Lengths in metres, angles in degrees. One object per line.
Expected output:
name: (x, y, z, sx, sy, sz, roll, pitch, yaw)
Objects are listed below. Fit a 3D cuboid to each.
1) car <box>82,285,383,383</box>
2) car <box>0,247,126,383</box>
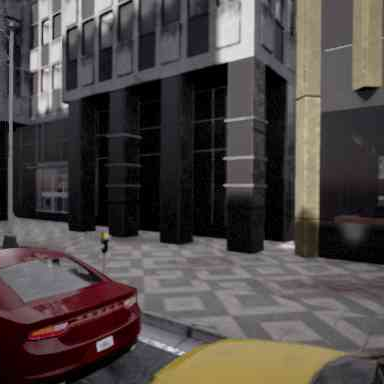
car: (1.686, 1.529, 1.758, 4.829, 1.417, 1.752, 1, 1, 36)
car: (-2.767, 1.504, 4.935, 4.507, 1.381, 1.887, 1, 1, 36)
